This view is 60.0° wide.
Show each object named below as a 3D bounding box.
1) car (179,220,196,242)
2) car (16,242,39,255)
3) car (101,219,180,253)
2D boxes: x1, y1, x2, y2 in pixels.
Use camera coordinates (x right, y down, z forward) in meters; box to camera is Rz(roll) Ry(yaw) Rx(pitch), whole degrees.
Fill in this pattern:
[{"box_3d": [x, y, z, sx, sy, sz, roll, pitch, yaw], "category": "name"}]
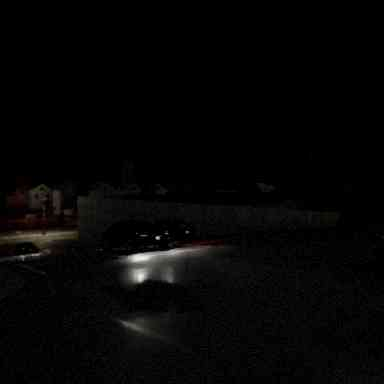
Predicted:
[{"box_3d": [-1.786, 2.578, 21.320, 1.882, 1.535, 5.008, 0, -9, -38], "category": "car"}, {"box_3d": [-19.043, 6.489, 38.367, 1.812, 1.442, 4.674, -1, -9, -36], "category": "car"}, {"box_3d": [-2.917, 2.128, 16.421, 1.837, 1.490, 4.892, -1, -9, -36], "category": "car"}]
